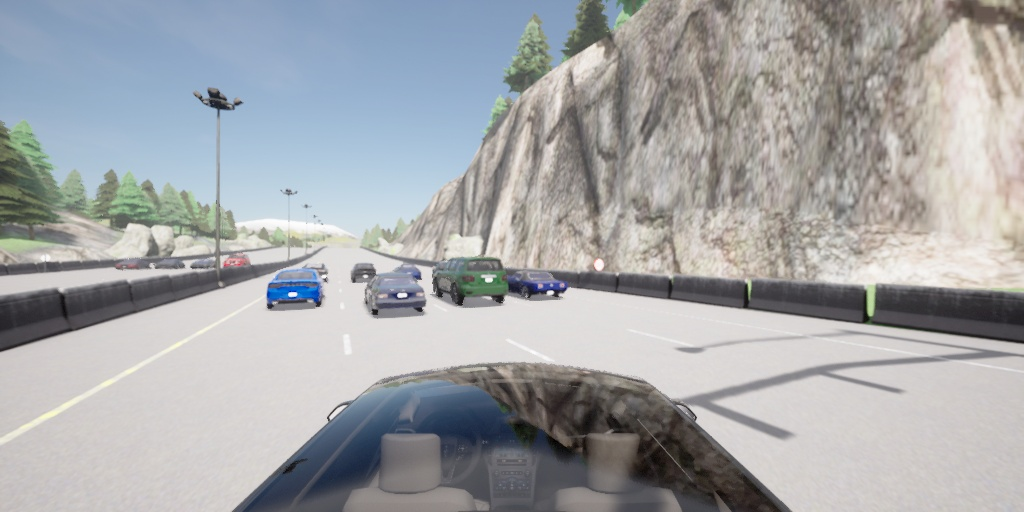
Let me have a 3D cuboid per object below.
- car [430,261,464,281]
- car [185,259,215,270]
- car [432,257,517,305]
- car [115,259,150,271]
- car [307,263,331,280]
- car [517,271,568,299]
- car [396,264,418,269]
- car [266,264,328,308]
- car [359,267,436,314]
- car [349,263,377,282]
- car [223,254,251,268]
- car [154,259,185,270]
[{"bbox_3d":[-6.006,1.312,32.803,1.837,1.490,4.892,0,1,-26],"label":"car"},{"bbox_3d":[-40.521,1.045,47.368,2.033,1.411,5.357,0,1,-25],"label":"car"},{"bbox_3d":[-2.082,1.050,16.808,2.150,2.045,5.566,0,0,-26],"label":"car"},{"bbox_3d":[-46.816,1.051,44.313,1.994,1.385,4.181,0,1,-26],"label":"car"},{"bbox_3d":[-15.425,1.283,28.163,2.128,1.511,4.902,0,0,-26],"label":"car"},{"bbox_3d":[0.851,1.433,18.783,1.895,1.301,4.718,0,0,-26],"label":"car"},{"bbox_3d":[-9.231,1.365,31.438,1.994,1.385,4.181,0,0,-26],"label":"car"},{"bbox_3d":[-9.349,1.295,15.771,1.882,1.535,5.008,0,0,-26],"label":"car"},{"bbox_3d":[-4.755,1.366,14.283,2.033,1.411,5.357,0,0,-26],"label":"car"},{"bbox_3d":[-12.292,1.302,29.724,1.837,1.490,4.892,0,1,-26],"label":"car"},{"bbox_3d":[-37.356,0.724,48.845,2.150,2.045,5.566,0,1,-26],"label":"car"},{"bbox_3d":[-43.679,1.056,45.856,1.994,1.385,4.181,0,1,-26],"label":"car"}]
